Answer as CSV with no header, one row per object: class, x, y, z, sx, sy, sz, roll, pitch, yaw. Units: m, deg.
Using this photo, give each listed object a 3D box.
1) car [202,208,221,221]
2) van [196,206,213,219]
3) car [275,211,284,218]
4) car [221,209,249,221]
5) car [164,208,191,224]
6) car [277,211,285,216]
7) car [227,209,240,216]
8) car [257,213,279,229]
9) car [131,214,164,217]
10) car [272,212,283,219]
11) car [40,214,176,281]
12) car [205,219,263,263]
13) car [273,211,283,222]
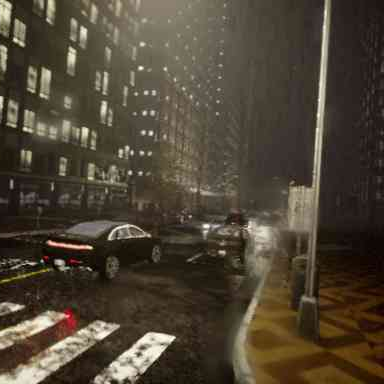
car,2.973,2.966,39.305,1.895,1.301,4.718,4,-2,17
van,1.746,2.744,44.320,1.690,1.788,3.998,3,-2,17
car,21.036,5.337,79.693,1.947,1.339,4.313,3,-2,17
car,4.551,2.835,33.528,1.837,1.490,4.892,4,-2,17
car,-1.487,2.318,33.519,1.967,1.590,4.097,3,-2,17
car,24.265,5.837,90.494,1.887,1.381,4.507,3,-2,17
car,8.186,4.031,65.910,1.802,1.307,4.206,3,-2,17
car,8.122,3.243,36.488,1.947,1.339,4.313,3,-2,17
car,-3.405,1.892,18.069,1.994,1.385,4.181,4,-2,17
car,17.807,4.814,68.891,1.947,1.339,4.313,3,-2,17
car,-2.558,1.691,10.735,2.128,1.511,4.902,3,-2,19
car,1.791,2.184,14.851,2.008,1.369,4.403,3,-2,17
car,12.965,4.029,52.690,1.947,1.339,4.313,3,-2,17
